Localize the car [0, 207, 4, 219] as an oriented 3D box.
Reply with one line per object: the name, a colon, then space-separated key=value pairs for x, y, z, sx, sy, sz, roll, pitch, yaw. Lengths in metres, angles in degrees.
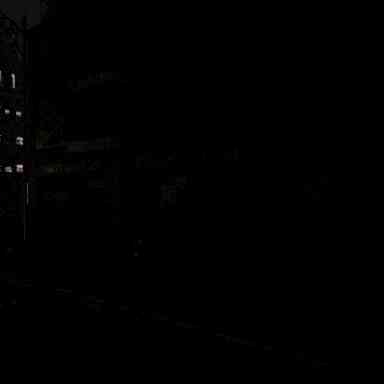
car: x=-19.415 y=1.645 z=29.614 sx=2.097 sy=1.767 sz=4.553 roll=0 pitch=-1 yaw=34
